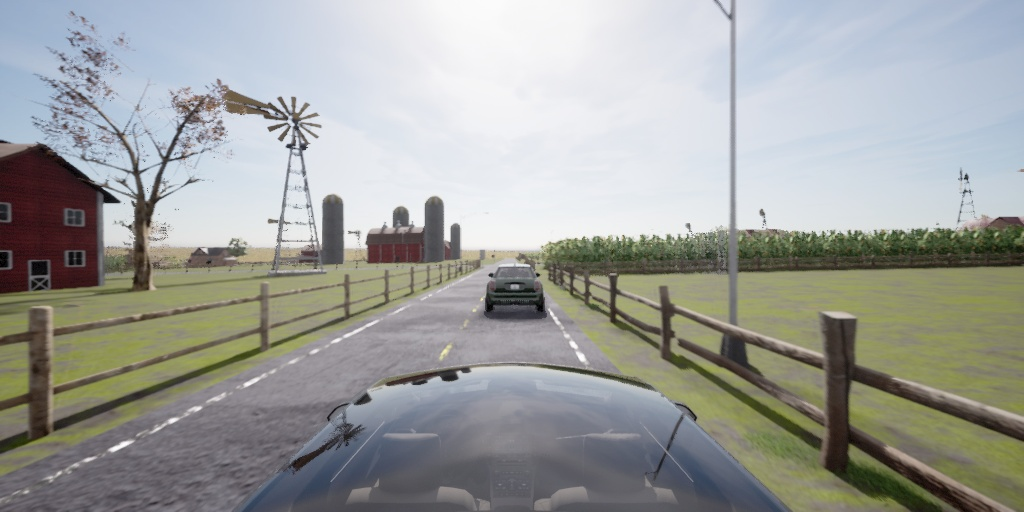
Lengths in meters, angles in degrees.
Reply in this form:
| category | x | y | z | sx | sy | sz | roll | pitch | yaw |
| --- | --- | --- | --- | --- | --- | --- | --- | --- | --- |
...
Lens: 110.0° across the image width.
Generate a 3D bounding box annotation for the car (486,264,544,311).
| category | x | y | z | sx | sy | sz | roll | pitch | yaw |
| --- | --- | --- | --- | --- | --- | --- | --- | --- | --- |
| car | 0.102 | 1.095 | 14.624 | 2.097 | 1.767 | 4.553 | 0 | 0 | 0 |
